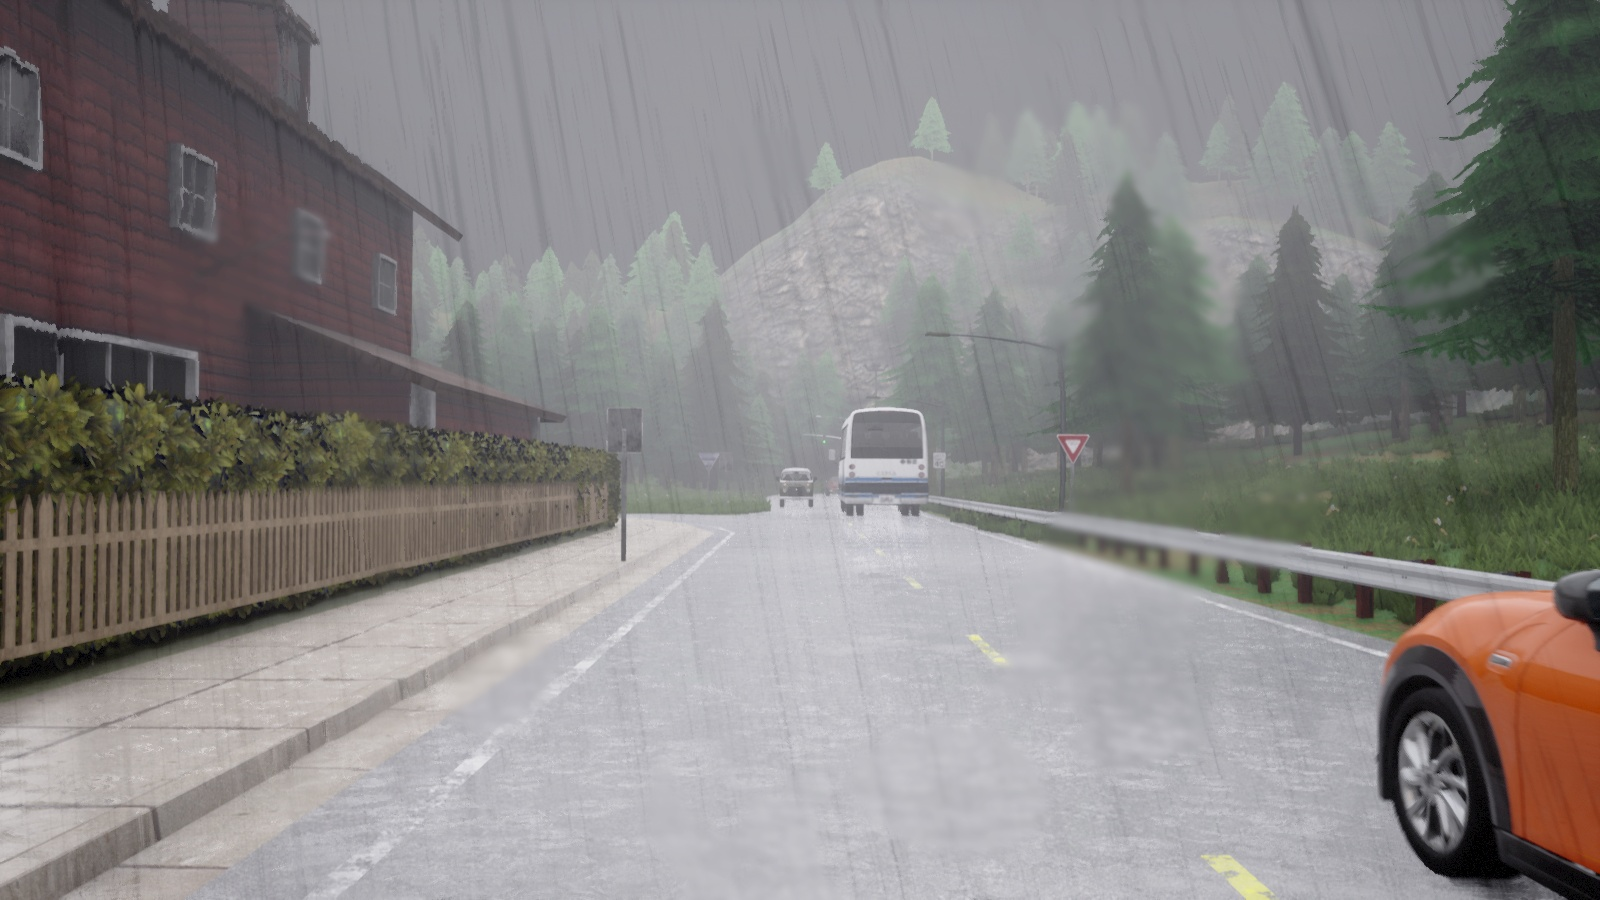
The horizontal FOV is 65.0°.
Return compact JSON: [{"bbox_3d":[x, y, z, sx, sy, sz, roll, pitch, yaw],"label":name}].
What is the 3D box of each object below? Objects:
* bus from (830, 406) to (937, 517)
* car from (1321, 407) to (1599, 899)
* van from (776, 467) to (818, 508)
[{"bbox_3d":[3.360,0.556,53.740,3.944,4.253,10.273,0,-1,0],"label":"bus"},{"bbox_3d":[3.504,0.743,3.656,2.097,1.767,4.553,0,-1,1],"label":"car"},{"bbox_3d":[-0.170,1.908,65.150,2.069,2.038,4.480,0,-1,0],"label":"van"}]
